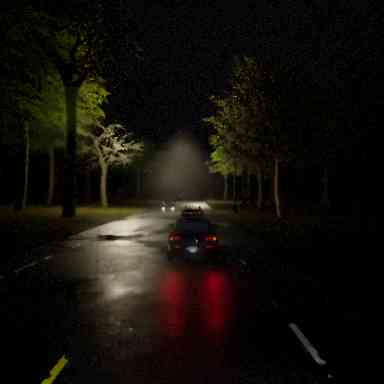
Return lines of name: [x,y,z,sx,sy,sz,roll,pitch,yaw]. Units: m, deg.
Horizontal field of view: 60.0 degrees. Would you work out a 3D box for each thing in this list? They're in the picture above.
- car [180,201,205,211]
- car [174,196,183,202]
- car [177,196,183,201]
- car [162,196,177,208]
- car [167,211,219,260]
car: [0.047,1.803,27.279,2.128,1.511,4.902,0,0,1]
car: [-3.497,1.751,88.884,2.128,1.511,4.902,0,0,0]
car: [-3.359,1.753,81.364,1.812,1.442,4.674,0,0,-2]
car: [-4.180,1.793,58.221,2.097,1.767,4.553,0,0,-5]
car: [0.051,1.688,12.979,1.812,1.442,4.674,0,0,0]
